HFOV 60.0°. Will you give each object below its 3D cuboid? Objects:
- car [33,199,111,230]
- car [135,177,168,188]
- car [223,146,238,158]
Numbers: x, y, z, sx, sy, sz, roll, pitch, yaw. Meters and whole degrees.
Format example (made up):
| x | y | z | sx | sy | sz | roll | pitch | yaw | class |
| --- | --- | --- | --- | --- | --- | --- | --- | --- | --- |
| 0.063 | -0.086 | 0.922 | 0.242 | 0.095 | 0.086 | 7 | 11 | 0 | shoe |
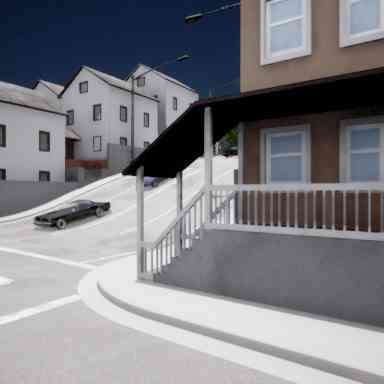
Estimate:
| x | y | z | sx | sy | sz | roll | pitch | yaw | class |
| --- | --- | --- | --- | --- | --- | --- | --- | --- | --- |
| -7.528 | 1.282 | 21.125 | 1.895 | 1.301 | 4.718 | 0 | 11 | 34 | car |
| -2.897 | -1.530 | 27.920 | 1.812 | 1.442 | 4.674 | -1 | 19 | 33 | car |
| 5.570 | -4.865 | 40.052 | 1.895 | 1.301 | 4.718 | 0 | 9 | 36 | car |
